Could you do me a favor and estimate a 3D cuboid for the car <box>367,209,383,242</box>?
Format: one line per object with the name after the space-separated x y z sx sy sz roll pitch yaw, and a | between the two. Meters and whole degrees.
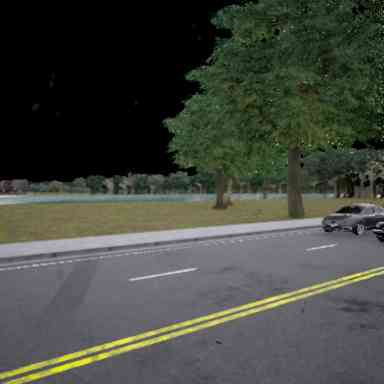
10.106 1.537 14.888 4.718 1.301 1.895 0 0 -35 | car

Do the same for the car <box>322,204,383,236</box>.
9.047 1.437 18.124 4.892 1.490 1.837 0 0 -35 | car
